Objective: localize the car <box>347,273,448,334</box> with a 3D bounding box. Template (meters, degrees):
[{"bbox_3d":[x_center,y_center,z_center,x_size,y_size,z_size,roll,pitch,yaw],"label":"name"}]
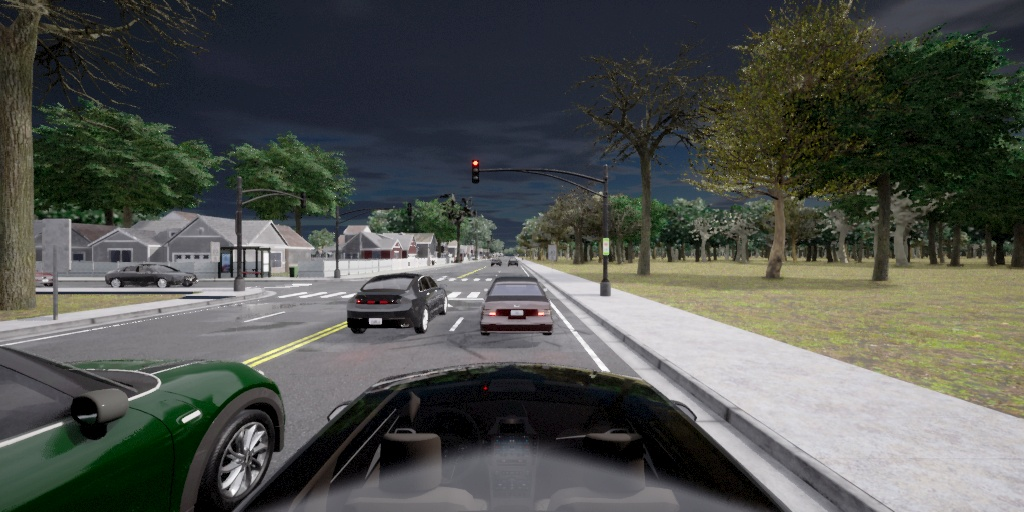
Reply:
[{"bbox_3d":[-3.145,1.254,10.661,1.837,1.490,4.892,0,0,0],"label":"car"}]

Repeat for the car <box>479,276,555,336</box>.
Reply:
[{"bbox_3d":[0.112,1.297,10.410,2.033,1.411,5.357,0,0,0],"label":"car"}]

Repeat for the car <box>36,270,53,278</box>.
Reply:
[{"bbox_3d":[-32.201,1.323,22.967,4.674,1.442,1.812,0,0,0],"label":"car"}]

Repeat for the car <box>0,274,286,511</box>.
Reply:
[{"bbox_3d":[-3.148,1.102,1.463,2.097,1.767,4.553,0,0,0],"label":"car"}]

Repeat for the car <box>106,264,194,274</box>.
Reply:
[{"bbox_3d":[-22.913,1.286,22.893,4.892,1.490,1.837,0,0,0],"label":"car"}]
